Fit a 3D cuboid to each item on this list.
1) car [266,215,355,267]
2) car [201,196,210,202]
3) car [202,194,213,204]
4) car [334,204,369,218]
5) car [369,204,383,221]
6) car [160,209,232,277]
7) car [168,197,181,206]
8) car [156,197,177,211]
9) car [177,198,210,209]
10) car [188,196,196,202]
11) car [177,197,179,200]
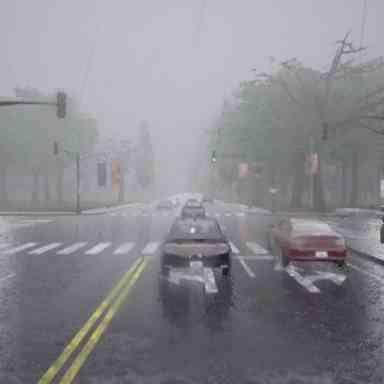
[{"bbox_3d":[3.698,1.536,11.322,1.812,1.442,4.674,0,0,5],"label":"car"},{"bbox_3d":[3.255,1.765,80.852,2.033,1.411,5.357,0,0,0],"label":"car"},{"bbox_3d":[3.256,1.478,70.464,2.150,2.045,5.566,0,-1,0],"label":"car"},{"bbox_3d":[14.868,1.699,28.654,4.718,1.301,1.895,0,0,0],"label":"car"},{"bbox_3d":[17.109,1.333,25.427,5.566,2.045,2.150,0,0,-1],"label":"car"},{"bbox_3d":[0.100,1.500,10.304,2.128,1.511,4.902,0,0,0],"label":"car"},{"bbox_3d":[-3.245,1.669,61.374,2.128,1.511,4.902,0,0,0],"label":"car"},{"bbox_3d":[-3.342,1.614,41.610,2.033,1.411,5.357,0,0,0],"label":"car"},{"bbox_3d":[0.106,1.513,27.751,2.128,1.511,4.902,0,0,0],"label":"car"},{"bbox_3d":[0.005,1.778,80.852,1.994,1.385,4.181,0,0,0],"label":"car"},{"bbox_3d":[-3.303,1.631,50.938,1.812,1.442,4.674,0,0,0],"label":"car"}]
